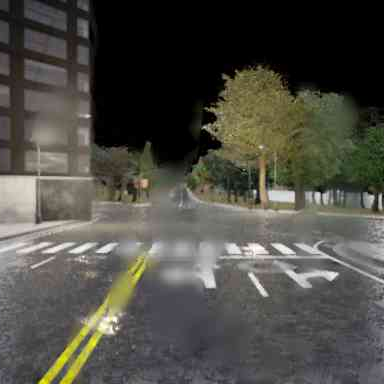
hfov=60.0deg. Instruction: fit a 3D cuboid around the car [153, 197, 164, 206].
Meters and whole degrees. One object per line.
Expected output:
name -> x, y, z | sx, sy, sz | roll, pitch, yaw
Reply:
car -> -7.372, 2.028, 73.927 | 2.150, 2.045, 5.566 | 0, -1, -2
